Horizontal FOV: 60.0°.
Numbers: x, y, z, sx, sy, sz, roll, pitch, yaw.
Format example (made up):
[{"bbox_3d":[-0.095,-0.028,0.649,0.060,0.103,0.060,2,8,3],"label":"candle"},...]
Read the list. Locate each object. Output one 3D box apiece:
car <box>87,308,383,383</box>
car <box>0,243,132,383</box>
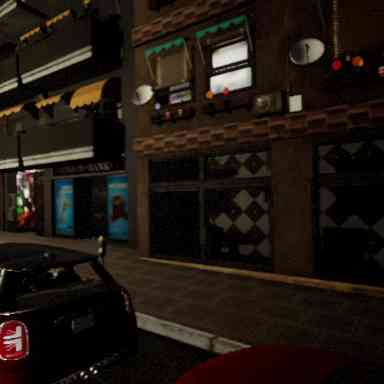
[{"bbox_3d":[1.745,1.545,1.499,4.507,1.381,1.887,0,-1,35],"label":"car"},{"bbox_3d":[-2.756,1.444,4.715,4.097,1.590,1.967,0,-1,35],"label":"car"}]
